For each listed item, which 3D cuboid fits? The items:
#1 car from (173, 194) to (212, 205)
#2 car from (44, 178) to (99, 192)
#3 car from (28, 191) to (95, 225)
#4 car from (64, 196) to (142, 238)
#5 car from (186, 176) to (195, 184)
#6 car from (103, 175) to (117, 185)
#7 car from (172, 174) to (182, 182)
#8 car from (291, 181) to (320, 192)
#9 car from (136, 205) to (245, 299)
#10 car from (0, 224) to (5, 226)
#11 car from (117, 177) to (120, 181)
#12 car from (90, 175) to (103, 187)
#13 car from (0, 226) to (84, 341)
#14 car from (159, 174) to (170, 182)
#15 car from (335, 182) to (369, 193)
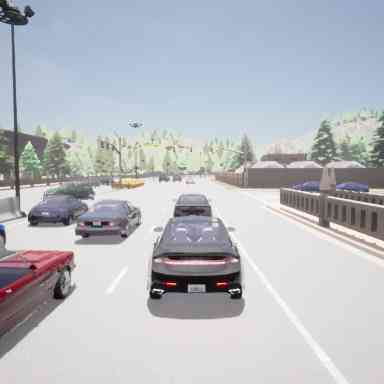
[{"bbox_3d":[0.025,0.818,17.462,1.882,1.535,5.008,0,3,-1],"label":"car"},{"bbox_3d":[-11.369,-0.095,30.696,2.097,1.767,4.553,3,5,40],"label":"car"},{"bbox_3d":[-6.979,0.881,17.801,1.994,1.385,4.181,0,3,0],"label":"car"},{"bbox_3d":[-3.465,1.052,14.623,2.033,1.411,5.357,0,3,0],"label":"car"},{"bbox_3d":[-0.378,-2.688,76.989,1.812,1.442,4.674,0,3,0],"label":"car"},{"bbox_3d":[-17.841,-2.502,68.856,2.150,2.045,5.566,0,3,0],"label":"car"},{"bbox_3d":[-3.935,-3.601,87.003,2.150,2.045,5.566,0,3,0],"label":"car"},{"bbox_3d":[15.003,-0.611,42.234,4.674,1.442,1.812,0,3,2],"label":"car"},{"bbox_3d":[0.068,1.328,8.041,2.128,1.511,4.902,0,2,0],"label":"car"},{"bbox_3d":[-6.936,1.284,8.829,1.882,1.535,5.008,0,2,0],"label":"car"},{"bbox_3d":[-17.893,-2.806,78.967,1.812,1.442,4.674,0,3,0],"label":"car"},{"bbox_3d":[-17.854,-1.784,58.962,2.097,1.767,4.553,0,3,0],"label":"car"},{"bbox_3d":[-3.421,1.528,5.108,1.895,1.301,4.718,0,1,0],"label":"car"},{"bbox_3d":[-7.435,-3.599,86.985,2.150,2.045,5.566,0,3,0],"label":"car"},{"bbox_3d":[18.039,-0.397,38.641,4.674,1.442,1.812,0,3,2],"label":"car"}]
